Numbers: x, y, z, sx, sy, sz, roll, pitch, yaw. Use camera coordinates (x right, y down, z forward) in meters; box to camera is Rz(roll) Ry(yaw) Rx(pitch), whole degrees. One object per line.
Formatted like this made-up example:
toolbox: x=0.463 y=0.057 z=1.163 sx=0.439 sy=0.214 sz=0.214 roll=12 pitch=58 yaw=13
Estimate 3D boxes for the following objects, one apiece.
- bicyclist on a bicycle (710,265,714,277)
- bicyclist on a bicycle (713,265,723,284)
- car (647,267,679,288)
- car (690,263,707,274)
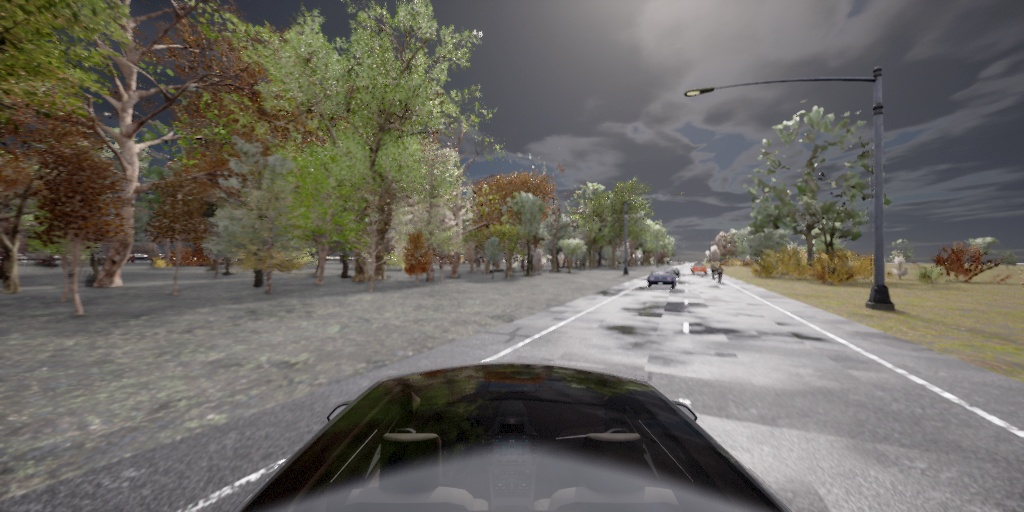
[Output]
bicyclist on a bicycle: x=22.356 y=1.785 z=39.817 sx=0.582 sy=1.620 sz=1.656 roll=0 pitch=-1 yaw=26
bicyclist on a bicycle: x=18.445 y=1.665 z=31.771 sx=0.582 sy=1.620 sz=1.656 roll=0 pitch=-1 yaw=26
car: x=11.778 y=1.737 z=28.049 sx=1.895 sy=1.301 sz=4.718 roll=0 pitch=-1 yaw=26
car: x=29.850 y=1.939 z=57.216 sx=2.097 sy=1.767 sz=4.553 roll=0 pitch=-1 yaw=26
